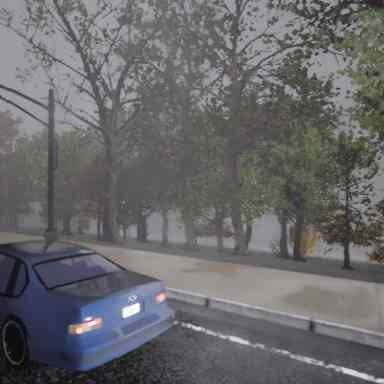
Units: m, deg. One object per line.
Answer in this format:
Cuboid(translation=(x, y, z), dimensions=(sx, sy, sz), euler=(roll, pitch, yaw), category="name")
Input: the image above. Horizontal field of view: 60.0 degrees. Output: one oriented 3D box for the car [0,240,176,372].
Cuboid(translation=(-2.818, 1.566, 5.708), dimensions=(5.357, 1.411, 2.033), euler=(0, 0, 36), category="car")
